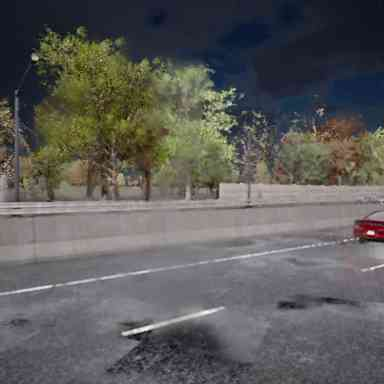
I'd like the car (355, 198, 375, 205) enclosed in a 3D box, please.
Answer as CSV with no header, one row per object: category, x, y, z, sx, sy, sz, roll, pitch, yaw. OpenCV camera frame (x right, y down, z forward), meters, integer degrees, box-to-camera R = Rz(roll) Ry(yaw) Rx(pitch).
car,28.383,1.624,54.270,4.181,1.385,1.994,0,0,-35

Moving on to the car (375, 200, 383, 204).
car,31.237,1.664,52.003,4.718,1.301,1.895,0,0,-35

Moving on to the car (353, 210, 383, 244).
car,9.078,1.487,14.552,5.008,1.535,1.882,1,0,-35
